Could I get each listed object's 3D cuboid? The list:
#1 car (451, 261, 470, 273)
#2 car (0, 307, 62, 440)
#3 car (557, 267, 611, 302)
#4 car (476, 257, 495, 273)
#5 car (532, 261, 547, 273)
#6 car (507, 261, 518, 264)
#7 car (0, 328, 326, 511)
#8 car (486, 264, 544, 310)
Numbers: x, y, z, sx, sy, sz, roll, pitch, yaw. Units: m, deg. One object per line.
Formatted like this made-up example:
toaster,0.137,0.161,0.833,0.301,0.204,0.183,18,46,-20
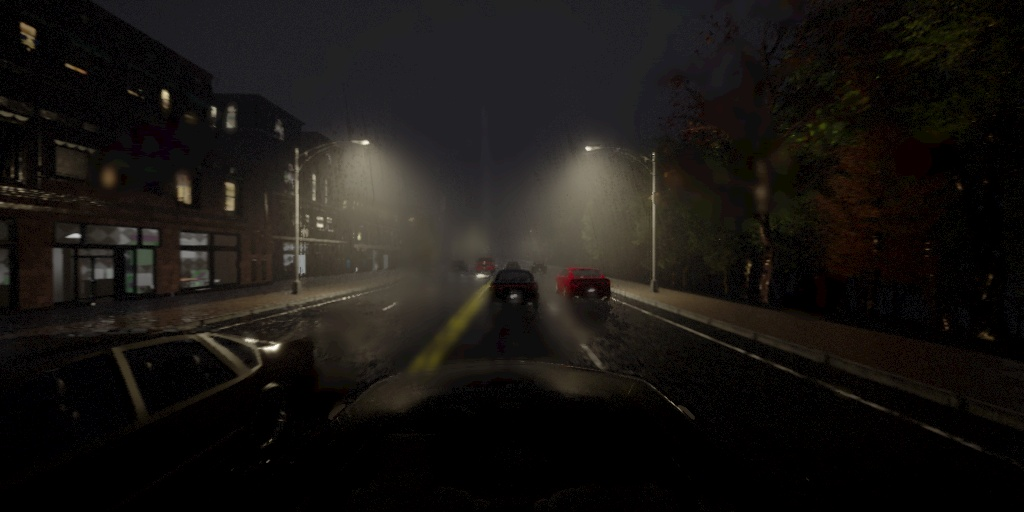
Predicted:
car,-6.583,1.417,46.101,1.837,1.490,4.892,0,-1,0
car,-6.600,1.316,2.367,1.994,1.385,4.181,0,0,0
car,3.346,1.286,17.467,1.882,1.535,5.008,0,0,0
car,-3.332,1.135,46.234,2.150,2.045,5.566,0,-1,0
car,3.338,1.401,45.578,2.128,1.511,4.902,0,0,0
car,0.087,1.412,45.121,1.837,1.490,4.892,0,0,0
car,-3.350,1.299,2.327,2.033,1.411,5.357,0,0,0
car,0.096,1.277,15.120,1.882,1.535,5.008,0,0,0
